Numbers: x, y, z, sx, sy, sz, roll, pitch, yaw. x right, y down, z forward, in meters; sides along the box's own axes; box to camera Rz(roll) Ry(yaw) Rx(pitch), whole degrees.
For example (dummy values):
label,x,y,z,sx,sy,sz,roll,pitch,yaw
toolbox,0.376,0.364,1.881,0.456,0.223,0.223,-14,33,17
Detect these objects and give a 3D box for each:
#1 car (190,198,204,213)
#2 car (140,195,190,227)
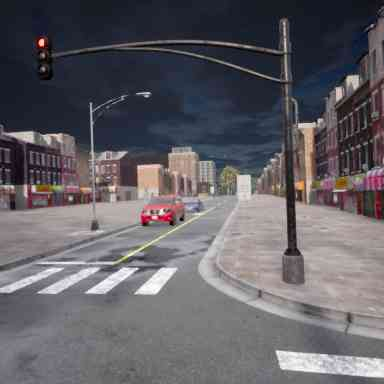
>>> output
label,x,y,z,sx,sy,sz,roll,pitch,yaw
car,0.097,1.425,35.914,1.812,1.442,4.674,-2,0,9
car,-1.927,1.233,23.620,2.150,2.045,5.566,-2,0,9
